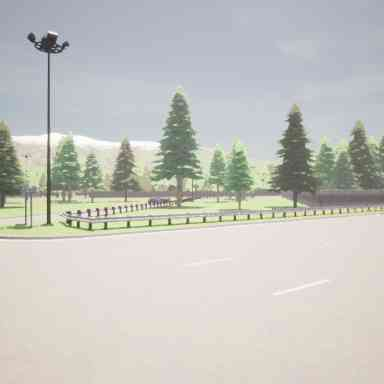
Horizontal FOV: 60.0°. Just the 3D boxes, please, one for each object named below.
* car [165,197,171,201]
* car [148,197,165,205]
[{"bbox_3d":[-5.665,1.610,69.789,1.895,1.301,4.718,0,0,5],"label":"car"},{"bbox_3d":[-6.661,1.533,59.562,1.812,1.442,4.674,0,0,5],"label":"car"}]
